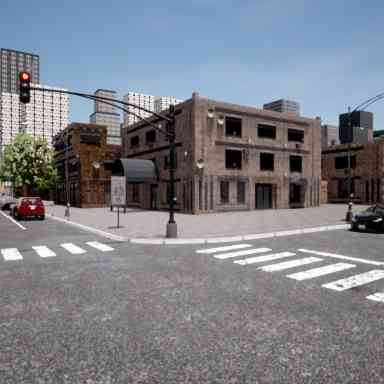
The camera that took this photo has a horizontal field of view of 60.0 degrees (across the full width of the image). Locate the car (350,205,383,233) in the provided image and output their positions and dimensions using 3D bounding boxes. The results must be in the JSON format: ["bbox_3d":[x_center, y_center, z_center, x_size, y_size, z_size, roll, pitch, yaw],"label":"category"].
[{"bbox_3d":[10.379,1.357,17.922,4.313,1.339,1.947,-1,1,-33],"label":"car"}]

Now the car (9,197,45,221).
[{"bbox_3d":[-13.575,1.330,27.651,2.192,1.841,5.009,0,0,-33],"label":"car"}]

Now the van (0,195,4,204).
[{"bbox_3d":[-37.640,1.418,64.729,1.690,1.788,3.998,0,0,-33],"label":"van"}]

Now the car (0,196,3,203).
[{"bbox_3d":[-40.741,1.615,69.506,1.752,1.417,4.829,0,0,-33],"label":"car"}]

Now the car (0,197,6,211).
[{"bbox_3d":[-22.600,1.597,41.556,1.947,1.339,4.313,0,0,-33],"label":"car"}]

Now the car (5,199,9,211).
[{"bbox_3d":[-16.584,1.586,32.286,1.947,1.339,4.313,0,0,-33],"label":"car"}]
